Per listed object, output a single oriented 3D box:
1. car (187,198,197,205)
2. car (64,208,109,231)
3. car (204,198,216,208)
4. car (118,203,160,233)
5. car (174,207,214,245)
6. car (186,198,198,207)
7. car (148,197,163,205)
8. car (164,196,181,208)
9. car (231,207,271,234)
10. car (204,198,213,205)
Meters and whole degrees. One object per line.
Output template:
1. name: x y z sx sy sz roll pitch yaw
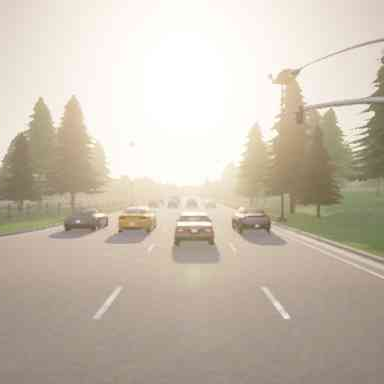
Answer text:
1. car: -0.008 2.085 71.538 1.994 1.385 4.181 0 -1 0
2. car: -6.903 1.782 22.172 1.994 1.385 4.181 0 -1 0
3. car: 3.493 2.128 61.534 1.812 1.442 4.674 0 -1 0
4. car: -3.402 1.688 21.352 1.882 1.535 5.008 0 -1 0
5. car: 0.098 1.710 16.481 2.033 1.411 5.357 0 -1 0
6. car: -0.007 1.954 61.472 2.097 1.767 4.553 0 -1 0
7. car: -7.007 2.103 61.116 1.837 1.490 4.892 0 -1 0
8. car: -3.507 2.076 61.117 1.882 1.535 5.008 0 -1 0
9. car: 3.598 1.696 20.782 2.128 1.511 4.902 0 -1 0
10. car: 3.492 2.057 71.538 1.812 1.442 4.674 0 -1 0
